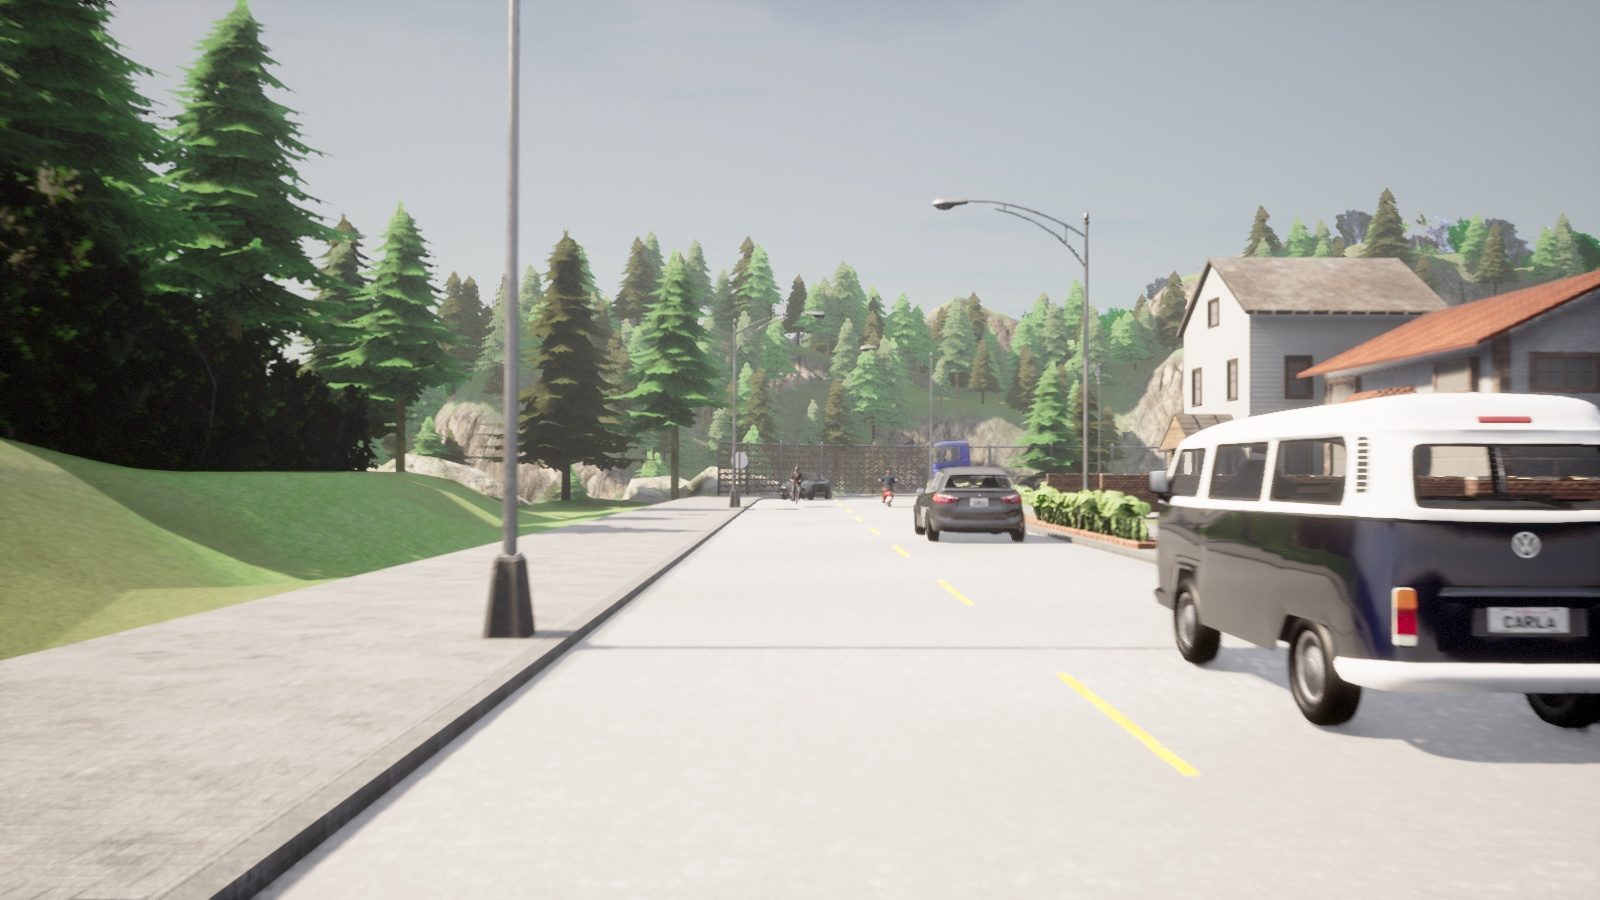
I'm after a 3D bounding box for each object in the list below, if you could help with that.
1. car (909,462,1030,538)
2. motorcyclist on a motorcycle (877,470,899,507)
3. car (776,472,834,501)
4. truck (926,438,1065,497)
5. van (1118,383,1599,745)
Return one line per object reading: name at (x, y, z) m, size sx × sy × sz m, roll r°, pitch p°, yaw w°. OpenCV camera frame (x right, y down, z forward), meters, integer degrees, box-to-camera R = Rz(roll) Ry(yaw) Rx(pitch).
car at (3.927, 1.140, 29.905) m, size 2.242 × 1.667 × 4.611 m, roll 0°, pitch -1°, yaw 0°
motorcyclist on a motorcycle at (3.866, 1.672, 55.332) m, size 0.866 × 1.590 × 1.817 m, roll 0°, pitch -1°, yaw 0°
car at (0.307, 1.954, 67.685) m, size 1.816 × 1.474 × 4.193 m, roll -1°, pitch -1°, yaw 20°
truck at (11.755, 1.052, 76.134) m, size 7.936 × 3.462 × 2.891 m, roll 0°, pitch -1°, yaw -1°
van at (3.976, 0.677, 9.327) m, size 2.069 × 2.038 × 4.480 m, roll 0°, pitch -1°, yaw 0°
